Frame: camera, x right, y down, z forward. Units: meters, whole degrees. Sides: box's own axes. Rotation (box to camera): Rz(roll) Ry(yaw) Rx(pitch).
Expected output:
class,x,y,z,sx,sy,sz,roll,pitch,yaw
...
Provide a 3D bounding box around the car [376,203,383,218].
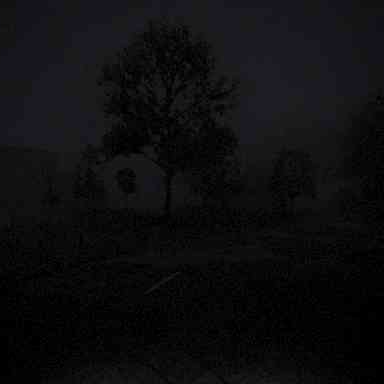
class,x,y,z,sx,sy,sz,roll,pitch,yaw
car,21.196,1.974,36.137,1.882,1.535,5.008,0,-1,27
